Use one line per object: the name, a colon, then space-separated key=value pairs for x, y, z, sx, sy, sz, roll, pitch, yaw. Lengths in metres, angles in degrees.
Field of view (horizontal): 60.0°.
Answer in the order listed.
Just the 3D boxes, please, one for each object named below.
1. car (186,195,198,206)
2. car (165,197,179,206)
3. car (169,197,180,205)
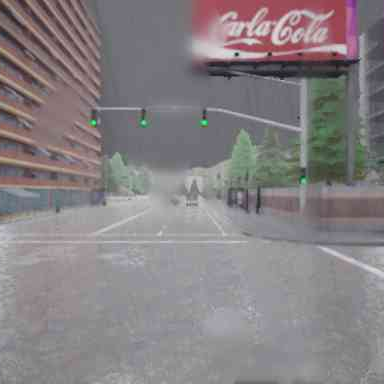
car: x=0.007 y=1.671 z=54.610 sx=1.895 sy=1.301 sz=4.718 roll=0 pitch=0 yaw=0
car: x=-3.492 y=1.576 z=55.166 sx=1.837 sy=1.490 sz=4.892 roll=0 pitch=0 yaw=0
car: x=-3.494 y=1.684 z=64.272 sx=1.895 sy=1.301 sz=4.718 roll=0 pitch=0 yaw=-6
